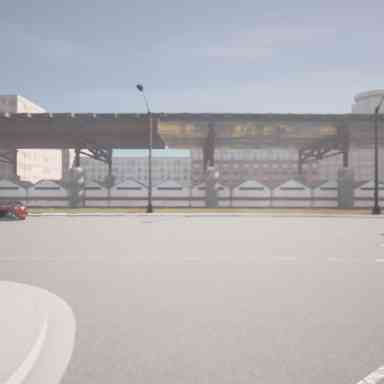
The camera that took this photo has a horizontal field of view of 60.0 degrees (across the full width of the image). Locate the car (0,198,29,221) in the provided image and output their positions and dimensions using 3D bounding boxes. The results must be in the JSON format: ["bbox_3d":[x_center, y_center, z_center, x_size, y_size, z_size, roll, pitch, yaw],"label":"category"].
[{"bbox_3d":[-15.940,1.405,27.165,4.553,1.767,2.097,0,0,-1],"label":"car"}]
